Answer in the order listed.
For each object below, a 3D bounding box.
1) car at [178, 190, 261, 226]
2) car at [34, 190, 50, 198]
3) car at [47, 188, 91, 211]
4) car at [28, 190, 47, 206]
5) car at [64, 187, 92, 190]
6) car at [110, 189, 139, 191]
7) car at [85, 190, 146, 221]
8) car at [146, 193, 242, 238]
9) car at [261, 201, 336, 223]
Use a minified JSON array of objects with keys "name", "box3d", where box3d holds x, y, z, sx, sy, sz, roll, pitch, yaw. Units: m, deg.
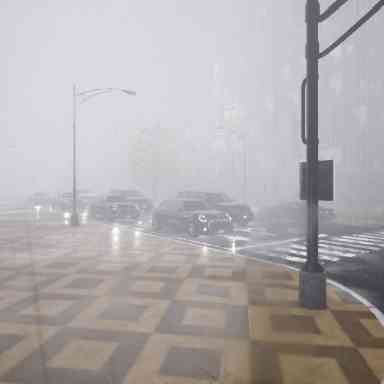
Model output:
[{"name":"car","box3d":[1.118,0.950,20.194,2.150,2.045,5.566,0,1,-40]},{"name":"car","box3d":[-28.753,0.281,63.747,1.812,1.442,4.674,0,1,-38]},{"name":"car","box3d":[-11.522,0.786,31.004,2.097,1.767,4.553,0,1,-38]},{"name":"car","box3d":[-17.838,0.771,39.079,1.812,1.442,4.674,0,1,-38]},{"name":"car","box3d":[-12.127,0.558,37.051,2.150,2.045,5.566,0,1,-37]},{"name":"car","box3d":[-5.507,0.754,28.616,2.150,2.045,5.566,0,1,-38]},{"name":"car","box3d":[-5.488,0.965,23.342,2.097,1.767,4.553,0,1,-38]},{"name":"car","box3d":[-0.072,1.124,16.499,2.097,1.767,4.553,0,1,-38]},{"name":"car","box3d":[7.114,1.297,22.985,2.033,1.411,5.357,0,1,-34]}]
